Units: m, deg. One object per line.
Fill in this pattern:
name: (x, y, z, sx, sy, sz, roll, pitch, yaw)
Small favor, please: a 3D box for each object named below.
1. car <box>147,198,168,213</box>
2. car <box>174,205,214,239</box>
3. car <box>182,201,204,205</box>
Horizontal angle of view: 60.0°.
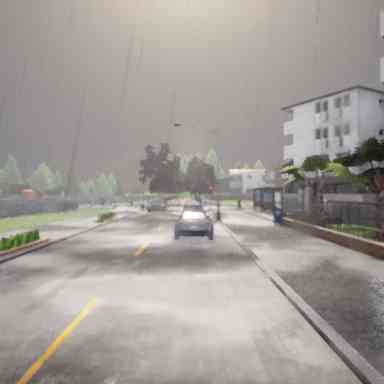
car: (-4.008, 1.463, 38.984, 2.097, 1.767, 4.553, 0, 0, 0)
car: (0.096, 1.613, 17.529, 1.994, 1.385, 4.181, 0, 0, 0)
car: (0.093, 1.570, 32.135, 1.882, 1.535, 5.008, 0, 0, 0)
